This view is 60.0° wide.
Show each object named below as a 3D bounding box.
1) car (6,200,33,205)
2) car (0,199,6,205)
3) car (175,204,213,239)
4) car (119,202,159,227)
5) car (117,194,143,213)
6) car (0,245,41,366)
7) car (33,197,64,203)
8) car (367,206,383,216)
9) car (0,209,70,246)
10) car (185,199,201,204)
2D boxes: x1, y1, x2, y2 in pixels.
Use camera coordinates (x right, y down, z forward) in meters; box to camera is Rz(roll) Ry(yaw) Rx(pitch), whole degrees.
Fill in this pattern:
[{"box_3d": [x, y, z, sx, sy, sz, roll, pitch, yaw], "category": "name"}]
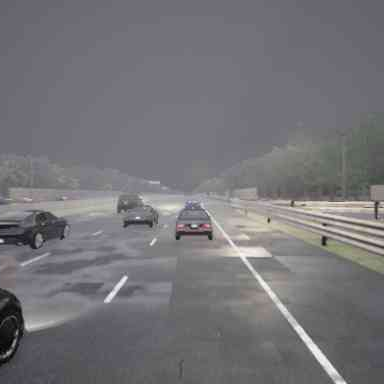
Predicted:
[{"box_3d": [-21.017, 1.684, 42.171, 1.895, 1.301, 4.718, 0, 0, 1], "category": "car"}, {"box_3d": [-24.533, 1.555, 40.831, 1.882, 1.535, 5.008, 0, 0, 1], "category": "car"}, {"box_3d": [0.101, 1.563, 17.381, 2.033, 1.411, 5.357, 0, 0, 0], "category": "car"}, {"box_3d": [-3.399, 1.589, 22.857, 1.994, 1.385, 4.181, 0, 0, 0], "category": "car"}, {"box_3d": [-6.897, 1.286, 37.441, 2.150, 2.045, 5.566, 0, 0, 0], "category": "car"}, {"box_3d": [-3.400, 1.566, 3.130, 1.994, 1.385, 4.181, 0, 0, 0], "category": "car"}, {"box_3d": [-17.526, 1.432, 41.721, 2.097, 1.767, 4.553, 0, 0, 1], "category": "car"}, {"box_3d": [18.548, 1.583, 30.499, 1.895, 1.301, 4.718, 0, -2, -20], "category": "car"}, {"box_3d": [-6.899, 1.517, 14.407, 1.837, 1.490, 4.892, 0, 0, 0], "category": "car"}, {"box_3d": [0.104, 1.596, 39.248, 1.812, 1.442, 4.674, 0, 0, 0], "category": "car"}]
